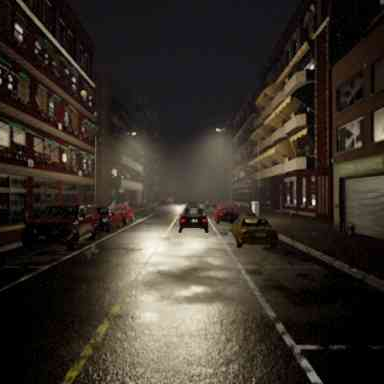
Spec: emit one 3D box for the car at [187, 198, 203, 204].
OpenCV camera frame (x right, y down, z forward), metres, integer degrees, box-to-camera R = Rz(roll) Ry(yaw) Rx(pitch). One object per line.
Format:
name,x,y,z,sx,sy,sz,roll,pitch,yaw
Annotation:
car,0.090,1.876,41.464,1.812,1.442,4.674,0,-1,0

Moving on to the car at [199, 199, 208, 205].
car,2.670,2.213,77.139,1.947,1.339,4.313,0,0,0

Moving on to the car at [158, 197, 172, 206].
car,-5.707,2.104,65.868,2.008,1.369,4.403,0,0,0

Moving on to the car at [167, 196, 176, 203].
car,-5.714,2.101,94.051,2.192,1.841,5.009,0,0,0

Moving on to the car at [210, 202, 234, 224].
car,2.684,1.769,26.415,1.887,1.381,4.507,0,0,0

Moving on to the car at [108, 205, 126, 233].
car,-5.695,1.617,20.780,1.967,1.590,4.097,0,0,0

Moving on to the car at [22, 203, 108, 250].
car,-5.692,1.444,15.146,2.192,1.841,5.009,0,0,0

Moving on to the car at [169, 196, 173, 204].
car,-5.709,2.151,71.505,2.008,1.369,4.403,0,0,0

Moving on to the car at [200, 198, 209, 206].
car,2.672,2.127,71.673,1.752,1.417,4.829,0,0,0

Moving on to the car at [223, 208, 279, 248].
car,2.687,1.657,15.313,1.752,1.417,4.829,0,0,0

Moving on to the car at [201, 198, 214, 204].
car,2.678,1.964,48.958,2.008,1.369,4.403,0,0,0

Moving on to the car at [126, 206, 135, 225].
car,-5.696,1.769,26.417,1.887,1.381,4.507,0,0,0

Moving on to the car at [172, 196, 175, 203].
car,-5.712,2.238,82.777,1.887,1.381,4.507,0,0,0

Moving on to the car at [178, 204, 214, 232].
car,0.092,1.731,21.564,2.033,1.411,5.357,0,0,0

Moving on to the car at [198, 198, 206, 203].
car,2.667,2.322,88.411,1.802,1.307,4.206,0,0,0
